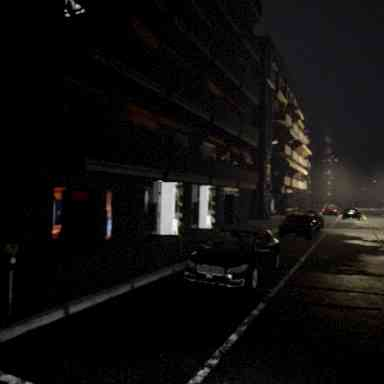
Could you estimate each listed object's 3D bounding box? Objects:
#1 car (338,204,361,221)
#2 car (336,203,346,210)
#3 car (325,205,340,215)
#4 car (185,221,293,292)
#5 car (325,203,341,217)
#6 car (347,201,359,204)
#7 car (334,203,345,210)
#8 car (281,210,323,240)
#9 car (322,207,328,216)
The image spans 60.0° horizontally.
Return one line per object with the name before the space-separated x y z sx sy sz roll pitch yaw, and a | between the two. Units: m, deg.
car | 18.428 2.483 38.426 2.033 1.411 5.357 1 -1 26
car | 35.977 3.462 80.478 2.008 1.369 4.403 1 -1 26
car | 21.135 2.723 50.018 1.802 1.307 4.206 1 -1 26
car | 1.348 1.690 9.406 2.008 1.369 4.403 1 -1 26
car | 18.666 2.455 44.943 1.967 1.590 4.097 1 -1 26
car | 36.206 3.075 74.790 2.150 2.045 5.566 1 -1 26
car | 33.503 3.332 75.402 2.008 1.369 4.403 1 -1 26
car | 6.294 1.952 19.559 1.947 1.339 4.313 1 -1 26
car | 8.695 2.033 24.484 1.752 1.417 4.829 1 -1 26
